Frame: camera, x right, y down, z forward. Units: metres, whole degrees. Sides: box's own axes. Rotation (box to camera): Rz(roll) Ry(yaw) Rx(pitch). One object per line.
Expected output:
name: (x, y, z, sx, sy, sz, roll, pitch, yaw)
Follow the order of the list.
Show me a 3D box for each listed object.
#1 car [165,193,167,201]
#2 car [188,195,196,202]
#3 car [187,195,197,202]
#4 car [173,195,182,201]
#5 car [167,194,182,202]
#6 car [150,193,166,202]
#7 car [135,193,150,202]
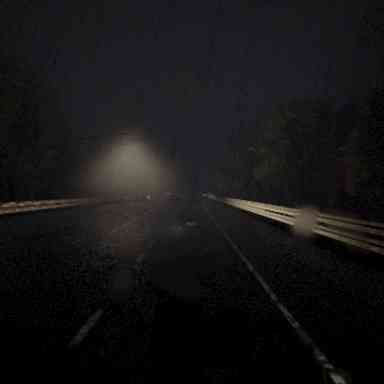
car: (-6.981, 1.171, 79.084, 2.150, 2.045, 5.566, 0, 0, 0)
car: (0.019, 1.446, 79.052, 1.837, 1.490, 4.892, 0, 0, 0)
car: (0.016, 1.399, 69.040, 1.994, 1.385, 4.181, 0, 0, 0)
car: (-3.481, 1.498, 79.052, 1.994, 1.385, 4.181, 0, 0, 0)
car: (-3.483, 1.201, 68.977, 2.097, 1.767, 4.553, 0, 0, 0)
car: (-6.984, 1.441, 69.072, 1.895, 1.301, 4.718, 0, 0, 0)
car: (-10.484, 1.201, 69.013, 2.097, 1.767, 4.553, 0, 0, 0)
